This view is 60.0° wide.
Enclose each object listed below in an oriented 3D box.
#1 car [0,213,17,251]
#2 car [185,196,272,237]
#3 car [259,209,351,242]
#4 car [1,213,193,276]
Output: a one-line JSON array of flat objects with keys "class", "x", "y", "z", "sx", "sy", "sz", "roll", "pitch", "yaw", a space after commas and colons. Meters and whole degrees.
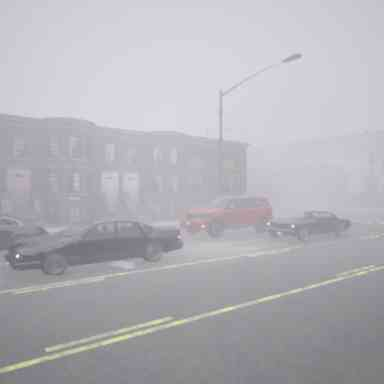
[{"class": "car", "x": -7.569, "y": 1.493, "z": 11.483, "sx": 4.902, "sy": 1.511, "sz": 2.128, "roll": 0, "pitch": 0, "yaw": -35}, {"class": "car", "x": 2.079, "y": 1.233, "z": 18.313, "sx": 5.566, "sy": 2.045, "sz": 2.150, "roll": 0, "pitch": 0, "yaw": -35}, {"class": "car", "x": 5.868, "y": 1.615, "z": 16.704, "sx": 4.718, "sy": 1.301, "sz": 1.895, "roll": 0, "pitch": 0, "yaw": -35}, {"class": "car", "x": -2.820, "y": 1.551, "z": 10.570, "sx": 5.357, "sy": 1.411, "sz": 2.033, "roll": 0, "pitch": 0, "yaw": -35}]
